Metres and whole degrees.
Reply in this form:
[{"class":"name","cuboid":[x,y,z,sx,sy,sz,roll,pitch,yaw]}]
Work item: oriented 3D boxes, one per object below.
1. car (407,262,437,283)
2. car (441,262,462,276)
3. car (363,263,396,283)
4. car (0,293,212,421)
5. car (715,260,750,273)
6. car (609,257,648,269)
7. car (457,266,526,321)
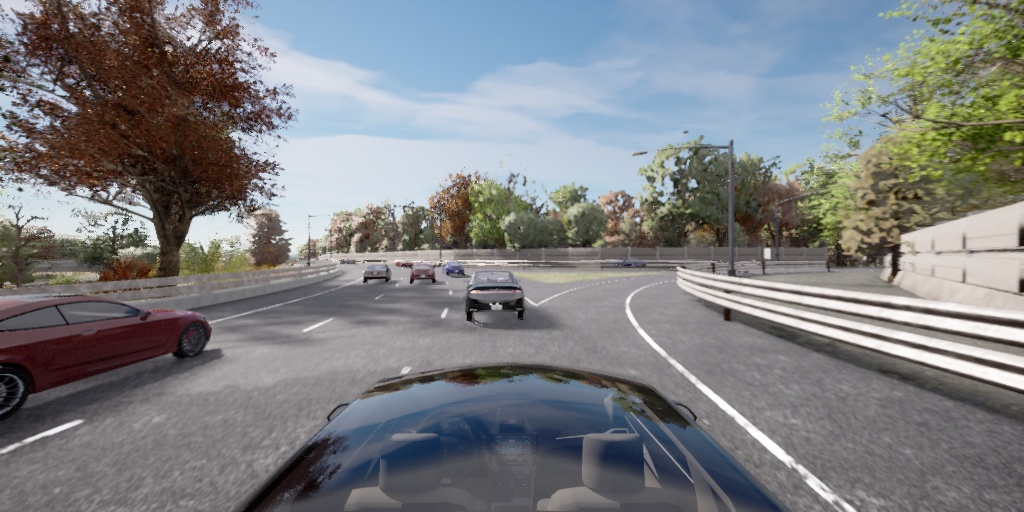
[{"class":"car","cuboid":[-7.073,1.304,28.361,1.812,1.442,4.674,0,0,-15]},{"class":"car","cuboid":[-6.113,1.301,37.191,1.812,1.442,4.674,0,0,-18]},{"class":"car","cuboid":[-10.812,1.339,28.970,2.033,1.411,5.357,0,0,-16]},{"class":"car","cuboid":[-7.132,1.302,5.528,1.812,1.442,4.674,0,0,-2]},{"class":"car","cuboid":[24.132,1.191,39.334,4.674,1.442,1.812,0,0,-29]},{"class":"car","cuboid":[14.524,0.840,44.893,4.674,1.442,1.812,0,0,5]},{"class":"car","cuboid":[-0.676,1.245,12.605,2.128,1.511,4.902,0,0,-6]}]
